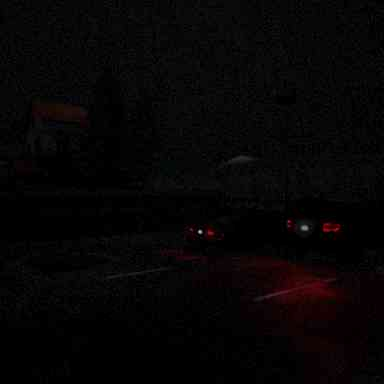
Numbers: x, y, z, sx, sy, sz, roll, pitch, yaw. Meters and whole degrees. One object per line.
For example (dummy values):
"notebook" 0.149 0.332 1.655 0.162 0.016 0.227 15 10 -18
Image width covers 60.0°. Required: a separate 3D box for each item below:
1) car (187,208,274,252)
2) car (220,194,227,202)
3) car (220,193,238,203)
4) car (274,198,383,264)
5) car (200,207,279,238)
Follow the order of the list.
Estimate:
"car" 2.364 1.567 14.073 5.357 1.411 2.033 0 0 -35
"car" 4.519 1.680 68.996 1.895 1.301 4.718 0 0 -36
"car" 7.356 1.317 71.047 2.150 2.045 5.566 0 0 -36
"car" 5.806 1.245 12.220 5.566 2.045 2.150 0 0 -35
"car" 2.699 1.589 18.596 4.181 1.385 1.994 0 0 -35
